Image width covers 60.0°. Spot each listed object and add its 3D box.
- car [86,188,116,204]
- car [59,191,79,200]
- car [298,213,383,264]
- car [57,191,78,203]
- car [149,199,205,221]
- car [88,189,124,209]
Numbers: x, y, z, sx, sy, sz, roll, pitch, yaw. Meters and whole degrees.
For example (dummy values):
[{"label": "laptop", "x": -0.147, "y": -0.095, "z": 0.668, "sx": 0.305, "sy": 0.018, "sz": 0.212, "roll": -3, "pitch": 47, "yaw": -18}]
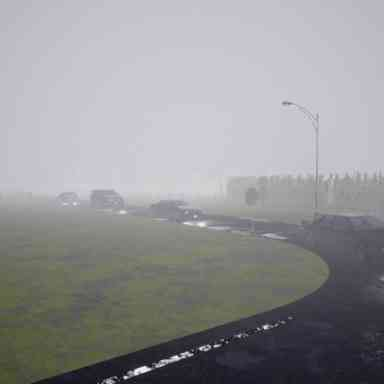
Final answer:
[{"label": "car", "x": -12.522, "y": 0.551, "z": 45.739, "sx": 2.150, "sy": 2.045, "sz": 5.566, "roll": -1, "pitch": 1, "yaw": -36}, {"label": "car", "x": -21.626, "y": 0.569, "z": 58.367, "sx": 1.882, "sy": 1.535, "sz": 5.008, "roll": -1, "pitch": 1, "yaw": -36}, {"label": "car", "x": 5.904, "y": 1.503, "z": 12.194, "sx": 2.033, "sy": 1.411, "sz": 5.357, "roll": 0, "pitch": 1, "yaw": -11}, {"label": "car", "x": -18.697, "y": 0.791, "z": 49.425, "sx": 1.812, "sy": 1.442, "sz": 4.674, "roll": -1, "pitch": 1, "yaw": -36}, {"label": "car", "x": -1.321, "y": 1.267, "z": 25.167, "sx": 2.033, "sy": 1.411, "sz": 5.357, "roll": -1, "pitch": 1, "yaw": -36}, {"label": "car", "x": -9.372, "y": 0.733, "z": 36.347, "sx": 2.150, "sy": 2.045, "sz": 5.566, "roll": -1, "pitch": 1, "yaw": -36}]
